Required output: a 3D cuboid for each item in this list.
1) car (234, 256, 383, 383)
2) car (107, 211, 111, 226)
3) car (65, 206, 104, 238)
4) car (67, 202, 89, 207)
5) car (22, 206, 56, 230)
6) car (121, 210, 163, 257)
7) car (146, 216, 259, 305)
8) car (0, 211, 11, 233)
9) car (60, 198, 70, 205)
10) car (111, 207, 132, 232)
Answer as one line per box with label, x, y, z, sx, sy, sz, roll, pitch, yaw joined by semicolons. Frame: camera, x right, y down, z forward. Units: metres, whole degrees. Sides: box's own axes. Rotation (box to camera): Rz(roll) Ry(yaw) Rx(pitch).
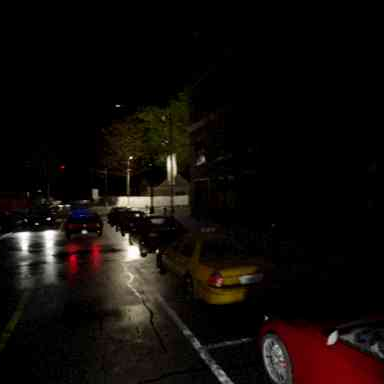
car;2.141;1.544;2.725;1.802;1.307;4.206;-1;0;-19
car;-5.010;1.690;23.608;1.947;1.339;4.313;-1;0;-19
car;-6.126;1.740;18.888;1.895;1.301;4.718;-1;0;-18
car;-9.149;1.733;27.552;1.812;1.442;4.674;-1;0;-19
car;-10.590;1.755;23.274;1.812;1.442;4.674;-1;0;-19
car;-1.435;1.587;13.166;1.887;1.381;4.507;-1;0;-19
car;0.297;1.529;8.107;1.752;1.417;4.829;-1;0;-19
car;-12.600;1.846;21.006;1.802;1.307;4.206;-1;0;-19
car;-28.793;2.189;75.443;1.837;1.490;4.892;-1;0;-19
car;-3.222;1.665;18.387;1.802;1.307;4.206;-1;0;-19
